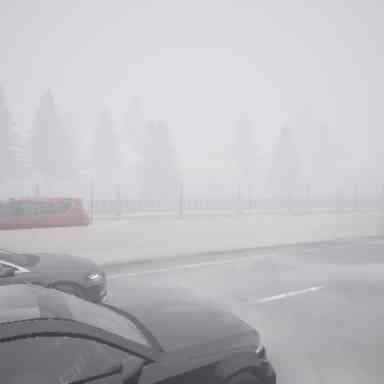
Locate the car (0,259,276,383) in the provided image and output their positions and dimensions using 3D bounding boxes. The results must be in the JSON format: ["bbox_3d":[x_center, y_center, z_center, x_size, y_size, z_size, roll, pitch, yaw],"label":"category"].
[{"bbox_3d":[-1.375,1.524,2.633,4.674,1.442,1.812,0,0,-35],"label":"car"}]

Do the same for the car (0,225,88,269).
[{"bbox_3d":[-3.805,1.490,5.172,4.902,1.511,2.128,0,0,-35],"label":"car"}]

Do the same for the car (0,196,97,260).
[{"bbox_3d":[-6.544,1.216,12.061,5.566,2.045,2.150,0,0,-34],"label":"car"}]
